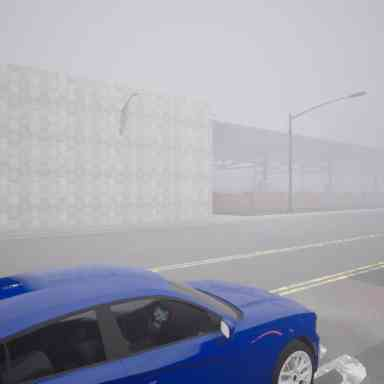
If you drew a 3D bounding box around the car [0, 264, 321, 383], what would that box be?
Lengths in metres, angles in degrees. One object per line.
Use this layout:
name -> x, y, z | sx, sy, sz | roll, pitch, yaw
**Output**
car -> -0.791, 1.478, 3.185 | 5.008, 1.535, 1.882 | 0, 0, -36
